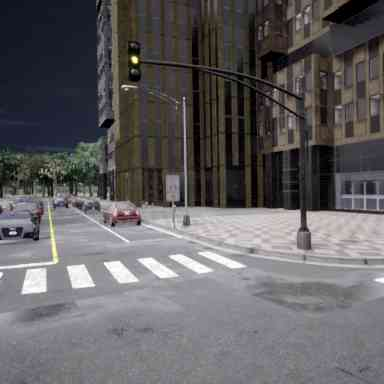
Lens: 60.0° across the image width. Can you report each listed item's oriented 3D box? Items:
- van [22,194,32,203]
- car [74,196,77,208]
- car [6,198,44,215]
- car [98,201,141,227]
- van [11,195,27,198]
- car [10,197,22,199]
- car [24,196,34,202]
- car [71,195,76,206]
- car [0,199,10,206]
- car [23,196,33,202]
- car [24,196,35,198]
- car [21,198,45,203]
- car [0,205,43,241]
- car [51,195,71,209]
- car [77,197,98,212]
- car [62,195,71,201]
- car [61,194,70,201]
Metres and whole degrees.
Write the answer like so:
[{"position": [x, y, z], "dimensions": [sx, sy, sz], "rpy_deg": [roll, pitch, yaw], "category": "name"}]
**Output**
[{"position": [-36.533, 1.447, 73.608], "dimensions": [1.690, 1.788, 3.998], "rpy_deg": [-1, 1, -24], "category": "van"}, {"position": [-13.480, 1.459, 42.142], "dimensions": [1.887, 1.381, 4.507], "rpy_deg": [-1, 1, -24], "category": "car"}, {"position": [-12.142, 1.510, 24.475], "dimensions": [1.882, 1.535, 5.008], "rpy_deg": [-1, 1, -23], "category": "car"}, {"position": [-4.775, 1.351, 22.210], "dimensions": [1.967, 1.590, 4.097], "rpy_deg": [-1, 1, -24], "category": "car"}, {"position": [-25.649, 1.434, 48.694], "dimensions": [1.690, 1.788, 3.998], "rpy_deg": [-1, 1, -24], "category": "van"}, {"position": [-21.223, 1.616, 38.574], "dimensions": [1.752, 1.417, 4.829], "rpy_deg": [-1, 1, -24], "category": "car"}, {"position": [-40.882, 1.679, 83.575], "dimensions": [1.947, 1.339, 4.313], "rpy_deg": [-1, 1, -24], "category": "car"}, {"position": [-15.657, 1.460, 47.125], "dimensions": [1.887, 1.381, 4.507], "rpy_deg": [-1, 1, -24], "category": "car"}, {"position": [-14.765, 1.403, 23.779], "dimensions": [2.192, 1.841, 5.009], "rpy_deg": [-1, 1, -24], "category": "car"}, {"position": [-38.638, 1.635, 78.437], "dimensions": [1.752, 1.417, 4.829], "rpy_deg": [-1, 1, -24], "category": "car"}, {"position": [-20.144, 1.581, 43.004], "dimensions": [2.033, 1.411, 5.357], "rpy_deg": [-1, 1, -24], "category": "car"}, {"position": [-16.024, 1.596, 33.521], "dimensions": [1.994, 1.385, 4.181], "rpy_deg": [-1, 1, -23], "category": "car"}, {"position": [-8.537, 1.596, 16.200], "dimensions": [1.994, 1.385, 4.181], "rpy_deg": [-1, 1, -24], "category": "car"}, {"position": [-17.939, 1.498, 45.450], "dimensions": [1.812, 1.442, 4.674], "rpy_deg": [-1, 1, -24], "category": "car"}, {"position": [-11.303, 1.464, 37.159], "dimensions": [2.008, 1.369, 4.403], "rpy_deg": [-1, 1, -24], "category": "car"}, {"position": [-30.895, 1.478, 82.005], "dimensions": [1.887, 1.381, 4.507], "rpy_deg": [-1, 1, -24], "category": "car"}, {"position": [-33.074, 1.377, 86.986], "dimensions": [1.967, 1.590, 4.097], "rpy_deg": [-1, 1, -24], "category": "car"}]
